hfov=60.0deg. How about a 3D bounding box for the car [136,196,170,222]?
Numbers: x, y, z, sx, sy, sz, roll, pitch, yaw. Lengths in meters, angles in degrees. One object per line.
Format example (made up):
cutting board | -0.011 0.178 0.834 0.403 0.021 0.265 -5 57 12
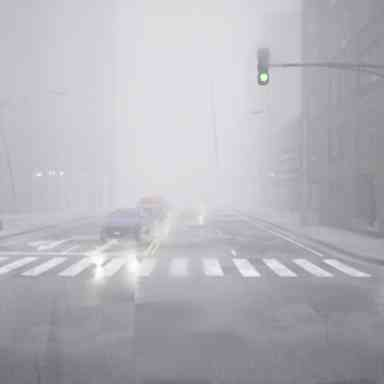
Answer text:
car | -3.353 1.368 27.875 2.150 2.045 5.566 0 0 0

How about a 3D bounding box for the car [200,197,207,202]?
car | 3.236 2.010 93.429 1.994 1.385 4.181 0 0 0

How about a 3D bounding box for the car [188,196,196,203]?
car | -0.013 2.045 83.423 1.812 1.442 4.674 0 0 0

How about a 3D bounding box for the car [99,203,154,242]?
car | -3.342 1.569 17.259 1.882 1.535 5.008 0 0 0

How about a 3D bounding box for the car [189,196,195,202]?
car | -0.014 1.956 93.429 1.812 1.442 4.674 0 0 0

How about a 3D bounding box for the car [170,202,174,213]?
car | -3.333 1.746 41.156 1.812 1.442 4.674 0 0 0

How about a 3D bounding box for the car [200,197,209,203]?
car | 3.237 2.071 83.423 1.812 1.442 4.674 0 0 0
